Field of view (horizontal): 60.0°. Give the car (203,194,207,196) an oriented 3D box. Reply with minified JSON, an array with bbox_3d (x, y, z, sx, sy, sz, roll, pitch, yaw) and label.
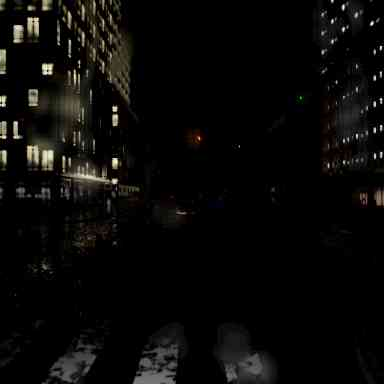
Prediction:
[{"bbox_3d":[2.764,1.308,63.612,2.192,1.841,5.009,0,0,0],"label":"car"}]

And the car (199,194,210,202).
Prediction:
[{"bbox_3d":[2.821,1.305,74.691,2.192,1.841,5.009,0,0,0],"label":"car"}]

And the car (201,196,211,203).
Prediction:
[{"bbox_3d":[2.792,1.536,69.151,1.887,1.381,4.507,0,0,0],"label":"car"}]

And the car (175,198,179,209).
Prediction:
[{"bbox_3d":[-3.129,1.521,43.592,1.812,1.442,4.674,0,0,0],"label":"car"}]

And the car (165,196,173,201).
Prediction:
[{"bbox_3d":[-5.531,1.571,80.273,1.802,1.307,4.206,0,0,0],"label":"car"}]

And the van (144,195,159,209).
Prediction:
[{"bbox_3d":[-5.702,1.336,47.037,1.690,1.788,3.998,0,0,0],"label":"van"}]

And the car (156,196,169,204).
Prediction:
[{"bbox_3d":[-5.617,1.559,63.655,1.947,1.339,4.313,0,0,0],"label":"car"}]

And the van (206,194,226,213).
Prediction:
[{"bbox_3d":[2.735,1.337,35.919,1.690,1.788,3.998,0,0,0],"label":"van"}]

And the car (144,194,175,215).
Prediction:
[{"bbox_3d":[-3.182,1.219,33.613,2.150,2.045,5.566,0,0,0],"label":"car"}]

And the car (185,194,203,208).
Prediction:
[{"bbox_3d":[0.084,1.347,47.449,2.097,1.767,4.553,0,0,0],"label":"car"}]

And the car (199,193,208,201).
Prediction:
[{"bbox_3d":[2.879,1.302,85.769,2.192,1.841,5.009,0,0,0],"label":"car"}]

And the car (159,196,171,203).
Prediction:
[{"bbox_3d":[-5.589,1.542,69.193,2.008,1.369,4.403,0,0,0],"label":"car"}]

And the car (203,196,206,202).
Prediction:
[{"bbox_3d":[2.672,1.541,41.458,1.887,1.381,4.507,0,0,0],"label":"car"}]
